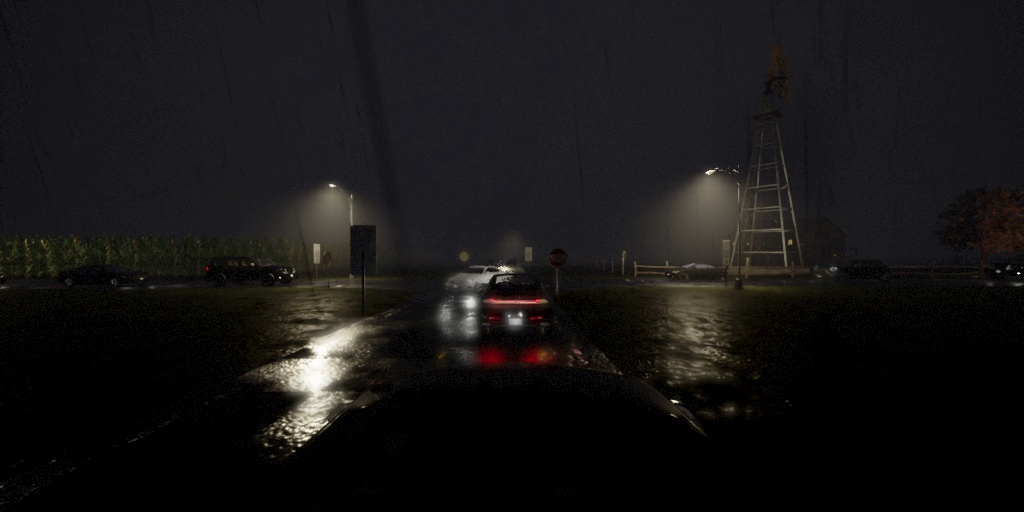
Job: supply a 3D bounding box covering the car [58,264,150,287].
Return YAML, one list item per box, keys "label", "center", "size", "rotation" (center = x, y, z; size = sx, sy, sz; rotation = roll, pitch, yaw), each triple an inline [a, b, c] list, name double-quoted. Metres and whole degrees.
- label: "car"
  center: [-28.406, 1.332, 25.065]
  size: [5.008, 1.535, 1.882]
  rotation: [0, 1, 0]

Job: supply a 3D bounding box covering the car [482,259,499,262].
- label: "car"
  center: [-2.926, 1.285, 41.502]
  size: [1.994, 1.385, 4.181]
  rotation: [0, 0, 1]

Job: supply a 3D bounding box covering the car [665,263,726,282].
- label: "car"
  center: [14.050, 1.226, 27.538]
  size: [4.181, 1.385, 1.994]
  rotation: [0, 1, 3]

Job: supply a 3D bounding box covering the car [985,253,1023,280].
- label: "car"
  center: [39.138, 0.795, 26.683]
  size: [5.566, 2.045, 2.150]
  rotation: [0, 1, 3]

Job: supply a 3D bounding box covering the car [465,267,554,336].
- label: "car"
  center: [0.094, 1.238, 10.340]
  size: [2.128, 1.511, 4.902]
  rotation: [0, 0, 0]

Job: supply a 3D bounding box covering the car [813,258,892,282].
- label: "car"
  center: [25.672, 0.978, 27.204]
  size: [4.553, 1.767, 2.097]
  rotation: [0, 1, 2]

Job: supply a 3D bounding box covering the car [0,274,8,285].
- label: "car"
  center: [-38.475, 1.418, 25.016]
  size: [4.674, 1.442, 1.812]
  rotation: [0, 1, 0]

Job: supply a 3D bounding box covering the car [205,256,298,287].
- label: "car"
  center: [-18.154, 1.038, 25.060]
  size: [5.566, 2.045, 2.150]
  rotation: [0, 1, 0]

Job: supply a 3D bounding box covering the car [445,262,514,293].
- label: "car"
  center: [-1.877, 1.267, 20.370]
  size: [1.812, 1.442, 4.674]
  rotation: [-1, 0, 26]

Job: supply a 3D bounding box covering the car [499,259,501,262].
- label: "car"
  center: [-2.933, 1.214, 50.402]
  size: [1.837, 1.490, 4.892]
  rotation: [0, 0, 0]
